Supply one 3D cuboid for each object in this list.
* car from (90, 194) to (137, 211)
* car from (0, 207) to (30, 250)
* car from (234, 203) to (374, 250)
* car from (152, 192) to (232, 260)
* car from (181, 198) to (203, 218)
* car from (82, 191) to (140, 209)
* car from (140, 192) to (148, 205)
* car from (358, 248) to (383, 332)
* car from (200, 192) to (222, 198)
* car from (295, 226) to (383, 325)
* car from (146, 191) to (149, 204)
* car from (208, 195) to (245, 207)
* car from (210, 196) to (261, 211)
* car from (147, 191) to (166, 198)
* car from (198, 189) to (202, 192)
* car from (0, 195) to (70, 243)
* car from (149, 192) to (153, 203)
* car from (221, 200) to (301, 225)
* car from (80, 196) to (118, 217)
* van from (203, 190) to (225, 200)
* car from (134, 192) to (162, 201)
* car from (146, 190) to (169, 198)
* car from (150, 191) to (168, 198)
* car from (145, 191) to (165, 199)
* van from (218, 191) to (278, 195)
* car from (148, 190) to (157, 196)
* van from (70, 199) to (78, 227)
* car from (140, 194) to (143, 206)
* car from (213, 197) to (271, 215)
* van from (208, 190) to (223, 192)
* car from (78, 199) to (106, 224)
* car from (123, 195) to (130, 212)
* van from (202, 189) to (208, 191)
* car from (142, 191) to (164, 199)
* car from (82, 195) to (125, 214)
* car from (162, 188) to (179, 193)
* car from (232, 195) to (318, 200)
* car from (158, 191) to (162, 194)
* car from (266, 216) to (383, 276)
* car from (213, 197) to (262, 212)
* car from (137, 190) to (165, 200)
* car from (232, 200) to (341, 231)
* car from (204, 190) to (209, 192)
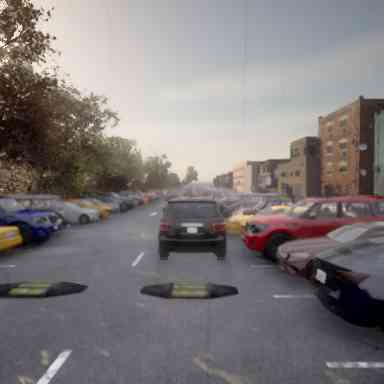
[{"bbox_3d":[-8.522,1.083,36.339,4.553,1.767,2.185,0,1,0],"label":"car"},{"bbox_3d":[-8.729,1.423,11.276,5.366,1.575,1.946,0,0,0],"label":"car"},{"bbox_3d":[4.540,1.401,14.104,5.008,1.535,2.097,0,0,0],"label":"car"},{"bbox_3d":[0.030,1.165,12.347,2.150,2.045,5.566,0,1,0],"label":"car"},{"bbox_3d":[0.042,1.317,29.274,1.812,1.442,4.674,0,1,1],"label":"car"},{"bbox_3d":[-8.524,0.983,33.554,5.566,2.045,2.435,0,1,0],"label":"car"},{"bbox_3d":[-8.549,1.156,41.910,5.008,1.535,2.097,0,1,0],"label":"car"},{"bbox_3d":[4.544,1.477,2.965,5.008,1.535,2.097,0,0,0],"label":"car"},{"bbox_3d":[4.696,0.712,83.684,5.366,1.575,1.946,0,1,0],"label":"car"},{"bbox_3d":[4.567,1.496,5.753,4.792,1.488,2.163,0,0,0],"label":"car"},{"bbox_3d":[-8.524,1.003,44.693,4.553,1.767,2.185,0,1,0],"label":"car"},{"bbox_3d":[4.553,1.158,44.721,4.792,1.488,2.163,0,1,0],"label":"car"},{"bbox_3d":[4.712,1.205,36.370,5.366,1.575,1.946,0,1,0],"label":"car"},{"bbox_3d":[-8.600,0.622,80.771,4.553,1.767,2.185,0,1,0],"label":"car"},{"bbox_3d":[4.544,0.645,66.983,5.566,2.045,2.435,0,1,0],"label":"car"},{"bbox_3d":[-8.516,1.151,14.059,5.566,2.045,2.435,0,0,0],"label":"car"},{"bbox_3d":[-8.561,1.101,47.479,5.008,1.535,2.097,0,1,0],"label":"car"},{"bbox_3d":[4.526,1.333,22.453,4.892,1.521,2.231,0,0,0],"label":"car"},{"bbox_3d":[-8.554,1.308,25.201,5.008,1.535,2.097,0,1,0],"label":"car"},{"bbox_3d":[4.631,0.642,69.642,4.442,1.987,1.878,0,1,0],"label":"van"},{"bbox_3d":[-8.749,0.896,66.849,5.366,1.575,1.946,0,1,0],"label":"car"},{"bbox_3d":[-8.598,0.464,83.680,5.566,2.045,2.435,0,1,0],"label":"car"},{"bbox_3d":[-8.540,0.560,86.466,4.553,1.767,2.185,0,1,0],"label":"car"},{"bbox_3d":[-8.599,0.652,77.986,4.553,1.767,2.185,0,1,0],"label":"car"},{"bbox_3d":[4.414,1.082,25.235,4.442,1.987,1.878,0,1,0],"label":"van"},{"bbox_3d":[-8.530,0.822,50.263,5.566,2.045,2.435,0,1,0],"label":"car"},{"bbox_3d":[-8.429,1.153,16.844,4.442,1.987,1.878,0,0,0],"label":"van"},{"bbox_3d":[-8.557,1.222,39.126,4.674,1.452,2.002,0,1,0],"label":"car"},{"bbox_3d":[4.534,1.258,30.803,5.008,1.535,2.097,0,1,0],"label":"car"},{"bbox_3d":[4.642,0.930,41.872,4.442,1.987,1.878,0,1,0],"label":"van"},{"bbox_3d":[-8.550,1.372,22.416,4.674,1.452,2.002,0,0,0],"label":"car"},{"bbox_3d":[-8.579,1.289,30.769,4.792,1.488,2.163,0,1,0],"label":"car"},{"bbox_3d":[4.634,0.701,64.200,4.442,1.987,1.878,0,1,0],"label":"van"},{"bbox_3d":[-8.534,0.711,72.541,4.553,1.767,2.185,0,1,0],"label":"car"},{"bbox_3d":[-8.556,1.285,27.986,4.892,1.521,2.231,0,1,0],"label":"car"},{"bbox_3d":[-3.575,0.729,58.538,2.150,2.045,5.566,0,1,1],"label":"car"},{"bbox_3d":[4.564,1.230,19.544,4.553,1.767,2.185,0,0,0],"label":"car"},{"bbox_3d":[-8.532,0.987,61.403,4.792,1.488,2.163,0,1,0],"label":"car"},{"bbox_3d":[4.540,1.488,8.538,4.674,1.452,2.002,0,0,0],"label":"car"},{"bbox_3d":[4.526,1.274,33.588,4.674,1.452,2.002,0,1,0],"label":"car"},{"bbox_3d":[-8.593,0.617,69.631,5.566,2.045,2.435,0,1,0],"label":"car"},{"bbox_3d":[4.349,1.375,16.887,5.366,1.575,1.946,0,0,0],"label":"car"},{"bbox_3d":[4.552,0.919,53.068,4.553,1.767,2.185,0,1,0],"label":"car"}]
